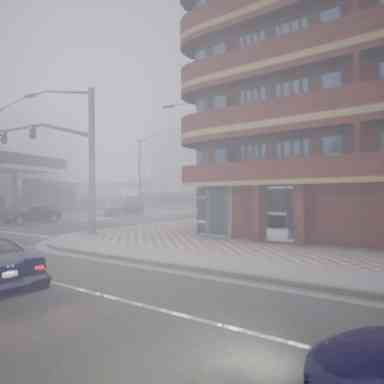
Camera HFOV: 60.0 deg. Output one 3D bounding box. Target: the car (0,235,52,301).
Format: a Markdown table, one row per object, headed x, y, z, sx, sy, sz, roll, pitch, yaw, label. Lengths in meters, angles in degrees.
| x | y | z | sx | sy | sz | roll | pitch | yaw | label |
| --- | --- | --- | --- | --- | --- | --- | --- | --- | --- |
| -5.494 | 1.653 | 7.885 | 5.357 | 1.411 | 2.033 | -1 | 0 | 37 | car |

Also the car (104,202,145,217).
| x | y | z | sx | sy | sz | roll | pitch | yaw | label |
| --- | --- | --- | --- | --- | --- | --- | --- | --- | --- |
| -7.151 | 1.813 | 35.580 | 1.837 | 1.490 | 4.892 | -1 | 0 | 35 | car |

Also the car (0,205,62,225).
| x | y | z | sx | sy | sz | roll | pitch | yaw | label |
| --- | --- | --- | --- | --- | --- | --- | --- | --- | --- |
| -13.013 | 1.813 | 27.037 | 1.837 | 1.490 | 4.892 | -1 | 0 | 34 | car |

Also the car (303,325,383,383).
| x | y | z | sx | sy | sz | roll | pitch | yaw | label |
| --- | --- | --- | --- | --- | --- | --- | --- | --- | --- |
| 3.007 | 1.506 | 1.843 | 4.674 | 1.442 | 1.812 | -1 | 0 | 35 | car |
